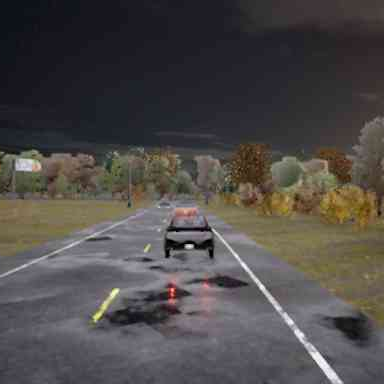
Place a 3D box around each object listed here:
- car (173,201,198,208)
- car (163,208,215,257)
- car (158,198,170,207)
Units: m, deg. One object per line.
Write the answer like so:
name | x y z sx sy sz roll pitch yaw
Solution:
car | -0.570 1.625 28.495 2.097 1.767 4.553 0 -1 -2
car | -0.124 1.629 13.565 2.128 1.511 4.902 0 0 -1
car | -5.329 1.943 64.577 2.097 1.767 4.553 0 0 -1
